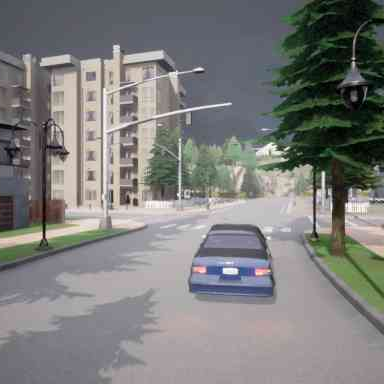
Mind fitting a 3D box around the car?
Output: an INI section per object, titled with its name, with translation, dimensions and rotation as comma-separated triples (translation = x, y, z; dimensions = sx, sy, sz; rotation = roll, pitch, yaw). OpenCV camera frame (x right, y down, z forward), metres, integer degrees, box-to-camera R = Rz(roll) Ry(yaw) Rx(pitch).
[car]
translation = 1.131, 1.547, 8.790
dimensions = 2.033, 1.411, 5.357
rotation = 0, 0, 9
